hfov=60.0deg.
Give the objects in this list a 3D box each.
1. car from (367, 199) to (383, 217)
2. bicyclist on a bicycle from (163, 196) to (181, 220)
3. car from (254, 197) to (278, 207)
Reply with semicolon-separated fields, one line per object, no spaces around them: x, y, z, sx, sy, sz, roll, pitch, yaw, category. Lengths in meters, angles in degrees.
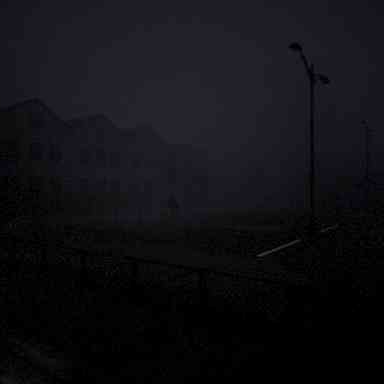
15.429;1.298;26.810;2.007;1.523;4.514;0;0;35;car
-1.393;1.109;23.058;1.656;1.620;0.582;0;0;35;bicyclist on a bicycle
10.442;1.356;46.685;2.033;1.411;5.357;0;0;32;car
